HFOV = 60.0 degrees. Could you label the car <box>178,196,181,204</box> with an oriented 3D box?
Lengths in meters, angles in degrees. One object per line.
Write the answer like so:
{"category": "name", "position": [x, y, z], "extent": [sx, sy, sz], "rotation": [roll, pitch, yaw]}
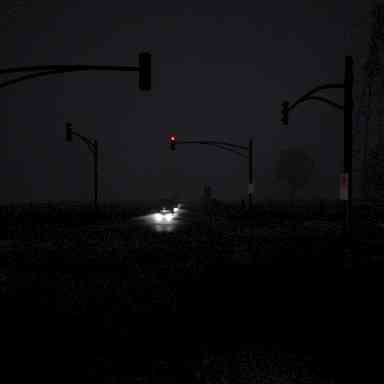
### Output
{"category": "car", "position": [-3.045, 1.596, 48.366], "extent": [1.895, 1.301, 4.718], "rotation": [0, 0, 0]}

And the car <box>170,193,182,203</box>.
{"category": "car", "position": [-3.095, 1.221, 62.403], "extent": [2.150, 2.045, 5.566], "rotation": [0, 0, 0]}

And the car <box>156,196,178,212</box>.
{"category": "car", "position": [-2.983, 1.486, 37.716], "extent": [2.128, 1.511, 4.902], "rotation": [0, 0, -1]}
